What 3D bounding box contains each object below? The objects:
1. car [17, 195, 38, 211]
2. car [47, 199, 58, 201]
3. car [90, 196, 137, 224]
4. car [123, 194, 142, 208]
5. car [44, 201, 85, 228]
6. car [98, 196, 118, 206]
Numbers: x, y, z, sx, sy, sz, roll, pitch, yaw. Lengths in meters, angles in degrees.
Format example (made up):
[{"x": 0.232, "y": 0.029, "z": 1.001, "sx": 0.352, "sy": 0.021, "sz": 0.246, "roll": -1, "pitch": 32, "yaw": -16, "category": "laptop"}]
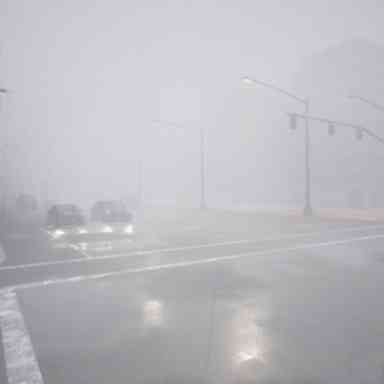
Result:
[{"x": -22.365, "y": 1.477, "z": 45.021, "sx": 2.150, "sy": 2.045, "sz": 5.566, "roll": 0, "pitch": 0, "yaw": -32, "category": "car"}, {"x": -20.137, "y": 1.790, "z": 48.086, "sx": 2.033, "sy": 1.411, "sz": 5.357, "roll": 0, "pitch": 0, "yaw": -32, "category": "car"}, {"x": -6.343, "y": 1.449, "z": 25.882, "sx": 2.097, "sy": 1.767, "sz": 4.553, "roll": 0, "pitch": 0, "yaw": -32, "category": "car"}, {"x": -9.647, "y": 1.387, "z": 51.246, "sx": 2.150, "sy": 2.045, "sz": 5.566, "roll": 0, "pitch": 0, "yaw": -32, "category": "car"}, {"x": -8.910, "y": 1.617, "z": 23.381, "sx": 1.837, "sy": 1.490, "sz": 4.892, "roll": 0, "pitch": 0, "yaw": -32, "category": "car"}, {"x": -15.233, "y": 1.576, "z": 60.101, "sx": 2.097, "sy": 1.767, "sz": 4.553, "roll": 0, "pitch": 0, "yaw": -32, "category": "car"}]
